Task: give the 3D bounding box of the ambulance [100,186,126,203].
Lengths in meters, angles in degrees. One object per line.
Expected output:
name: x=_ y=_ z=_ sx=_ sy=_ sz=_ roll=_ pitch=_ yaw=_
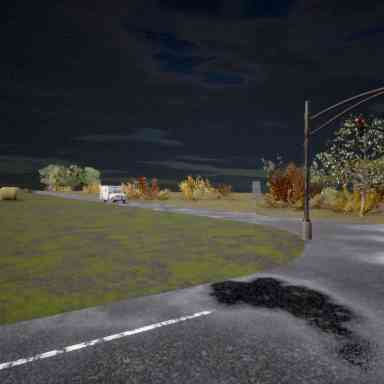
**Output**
ambulance: x=-11.882 y=0.341 z=50.062 sx=2.351 sy=2.431 sz=6.366 roll=2 pitch=0 yaw=-32
